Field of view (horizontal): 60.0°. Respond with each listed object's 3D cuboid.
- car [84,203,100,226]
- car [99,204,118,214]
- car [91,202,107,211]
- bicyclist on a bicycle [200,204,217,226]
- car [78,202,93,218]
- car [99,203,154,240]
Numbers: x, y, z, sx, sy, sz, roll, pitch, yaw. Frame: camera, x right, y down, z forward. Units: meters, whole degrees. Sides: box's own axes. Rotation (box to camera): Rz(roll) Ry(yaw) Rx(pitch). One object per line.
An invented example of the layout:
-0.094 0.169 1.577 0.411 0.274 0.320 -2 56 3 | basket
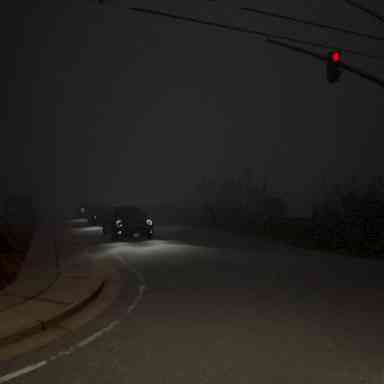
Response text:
-7.598 1.934 27.921 1.837 1.490 4.892 0 -1 -23 | car
-11.743 2.331 46.809 1.895 1.301 4.718 0 -1 -23 | car
-15.731 2.457 55.955 1.994 1.385 4.181 0 -1 -23 | car
1.315 1.767 25.158 1.656 1.620 0.582 0 -1 -23 | bicyclist on a bicycle
-11.549 1.945 37.146 2.097 1.767 4.553 0 -1 -23 | car
-3.681 1.618 18.808 2.097 1.767 4.553 0 -1 -23 | car
